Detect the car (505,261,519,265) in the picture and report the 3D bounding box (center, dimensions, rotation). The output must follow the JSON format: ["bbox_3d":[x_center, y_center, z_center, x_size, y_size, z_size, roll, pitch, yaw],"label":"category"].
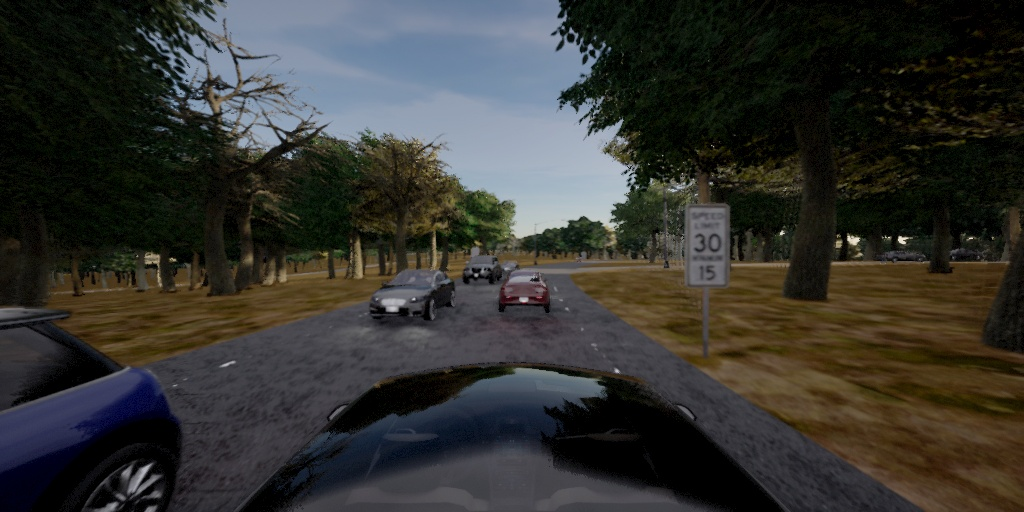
[{"bbox_3d":[-0.203,1.286,41.491,2.128,1.511,4.902,0,0,9],"label":"car"}]

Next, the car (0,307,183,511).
[{"bbox_3d":[-3.530,1.096,0.718,2.097,1.767,4.553,0,0,0],"label":"car"}]

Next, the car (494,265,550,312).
[{"bbox_3d":[0.518,1.274,14.186,1.812,1.442,4.674,0,0,3],"label":"car"}]

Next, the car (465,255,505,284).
[{"bbox_3d":[-2.147,0.970,27.177,2.150,2.045,5.566,0,0,6],"label":"car"}]

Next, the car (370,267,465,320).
[{"bbox_3d":[-3.246,1.233,12.577,2.128,1.511,4.902,0,0,3],"label":"car"}]
